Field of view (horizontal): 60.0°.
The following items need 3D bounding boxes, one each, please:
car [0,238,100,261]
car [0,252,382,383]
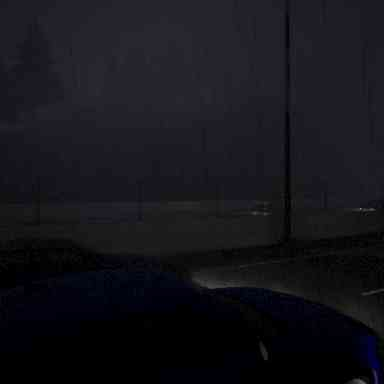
[{"bbox_3d":[-2.620,1.546,5.743,5.357,1.411,2.033,0,0,-27],"label":"car"},{"bbox_3d":[-0.481,1.476,2.945,5.008,1.535,1.882,0,0,-27],"label":"car"}]
